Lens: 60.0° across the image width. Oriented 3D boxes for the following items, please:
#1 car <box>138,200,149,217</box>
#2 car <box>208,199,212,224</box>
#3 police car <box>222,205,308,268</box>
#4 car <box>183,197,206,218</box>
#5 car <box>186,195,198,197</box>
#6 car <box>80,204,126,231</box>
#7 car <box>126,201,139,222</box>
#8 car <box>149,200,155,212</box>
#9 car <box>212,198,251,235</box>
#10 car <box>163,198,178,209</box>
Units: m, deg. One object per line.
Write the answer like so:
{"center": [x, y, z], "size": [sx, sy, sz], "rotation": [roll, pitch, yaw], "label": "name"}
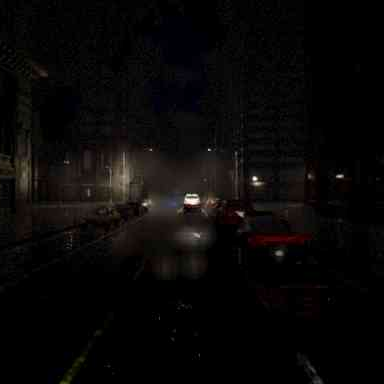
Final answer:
{"center": [-5.762, 1.665, 32.774], "size": [1.947, 1.339, 4.313], "rotation": [0, 0, 0], "label": "car"}
{"center": [2.761, 1.395, 27.140], "size": [2.192, 1.841, 5.009], "rotation": [0, 0, 0], "label": "car"}
{"center": [2.367, 1.458, 11.595], "size": [1.930, 1.638, 5.238], "rotation": [0, 0, 0], "label": "police car"}
{"center": [0.054, 1.600, 35.189], "size": [2.128, 1.511, 4.902], "rotation": [0, 0, 1], "label": "car"}
{"center": [0.006, 1.370, 46.704], "size": [2.150, 2.045, 5.566], "rotation": [0, 0, 0], "label": "car"}
{"center": [-5.764, 1.587, 21.331], "size": [1.752, 1.417, 4.829], "rotation": [0, 0, 0], "label": "car"}
{"center": [-5.763, 1.662, 27.138], "size": [1.802, 1.307, 4.206], "rotation": [0, 0, 0], "label": "car"}
{"center": [-5.761, 1.685, 38.411], "size": [1.947, 1.339, 4.313], "rotation": [0, 0, 0], "label": "car"}
{"center": [2.760, 1.377, 21.504], "size": [2.192, 1.841, 5.009], "rotation": [0, 0, 0], "label": "car"}
{"center": [-3.024, 1.628, 47.501], "size": [1.882, 1.535, 5.008], "rotation": [0, 0, 0], "label": "car"}
